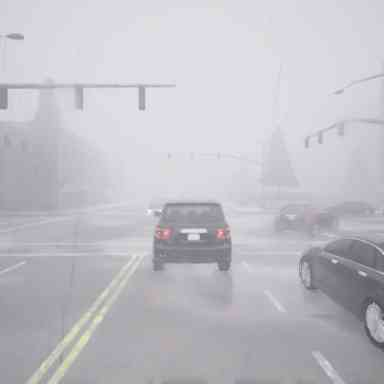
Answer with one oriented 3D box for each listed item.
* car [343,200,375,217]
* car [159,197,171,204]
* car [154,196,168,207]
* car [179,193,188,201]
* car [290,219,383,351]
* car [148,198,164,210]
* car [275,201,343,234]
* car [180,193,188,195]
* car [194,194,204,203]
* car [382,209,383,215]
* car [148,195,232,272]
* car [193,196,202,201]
[{"bbox_3d":[14.365,1.522,30.907,4.892,1.490,1.837,0,0,-2],"label":"car"},{"bbox_3d":[-5.209,1.602,64.521,1.994,1.385,4.181,0,0,-1],"label":"car"},{"bbox_3d":[-5.017,1.510,54.641,1.882,1.535,5.008,0,0,-1],"label":"car"},{"bbox_3d":[-2.207,1.189,83.762,2.150,2.045,5.566,0,0,-1],"label":"car"},{"bbox_3d":[3.541,1.509,6.188,1.837,1.490,4.892,0,0,-1],"label":"car"},{"bbox_3d":[-4.800,1.552,45.251,1.812,1.442,4.674,0,0,-2],"label":"car"},{"bbox_3d":[6.511,1.362,18.635,2.097,1.767,4.553,1,0,41],"label":"car"},{"bbox_3d":[-1.942,1.539,73.534,1.837,1.490,4.892,0,0,-1],"label":"car"},{"bbox_3d":[1.553,1.398,73.780,2.097,1.767,4.553,0,0,-1],"label":"car"},{"bbox_3d":[18.421,1.616,27.523,4.718,1.301,1.895,0,0,-2],"label":"car"},{"bbox_3d":[-0.087,1.227,10.961,2.150,2.045,5.566,0,0,-3],"label":"car"},{"bbox_3d":[1.297,1.601,83.686,1.994,1.385,4.181,0,0,-1],"label":"car"}]
